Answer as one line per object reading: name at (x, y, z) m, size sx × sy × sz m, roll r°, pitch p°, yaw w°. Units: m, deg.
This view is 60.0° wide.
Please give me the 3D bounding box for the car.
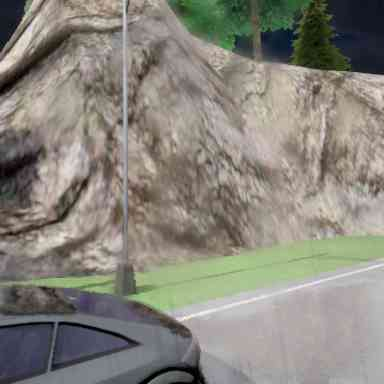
car at (-1.897, 1.564, 2.582) m, size 4.181 × 1.385 × 1.994 m, roll 0°, pitch 0°, yaw -35°
